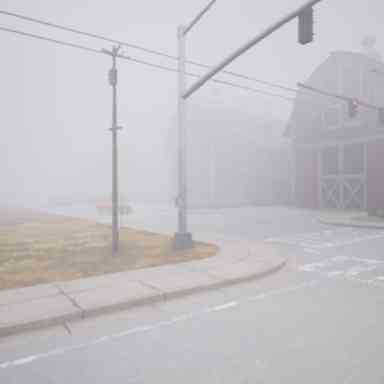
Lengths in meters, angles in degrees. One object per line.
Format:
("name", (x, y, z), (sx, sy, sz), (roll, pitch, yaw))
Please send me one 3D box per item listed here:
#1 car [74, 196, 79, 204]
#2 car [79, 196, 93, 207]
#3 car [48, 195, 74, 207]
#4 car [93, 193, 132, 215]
("car", (-19.513, 1.417, 54.586), (2.033, 1.411, 5.357), (0, 0, -36))
("car", (-13.718, 1.293, 46.794), (1.882, 1.535, 5.008), (-1, 0, -36))
("car", (-19.377, 1.249, 48.508), (2.097, 1.767, 4.553), (-1, 0, -36))
("car", (-7.589, 1.242, 32.407), (2.097, 1.767, 4.553), (0, 0, -36))
